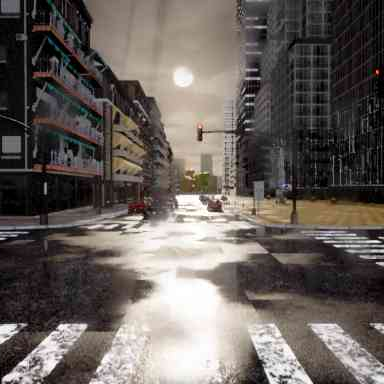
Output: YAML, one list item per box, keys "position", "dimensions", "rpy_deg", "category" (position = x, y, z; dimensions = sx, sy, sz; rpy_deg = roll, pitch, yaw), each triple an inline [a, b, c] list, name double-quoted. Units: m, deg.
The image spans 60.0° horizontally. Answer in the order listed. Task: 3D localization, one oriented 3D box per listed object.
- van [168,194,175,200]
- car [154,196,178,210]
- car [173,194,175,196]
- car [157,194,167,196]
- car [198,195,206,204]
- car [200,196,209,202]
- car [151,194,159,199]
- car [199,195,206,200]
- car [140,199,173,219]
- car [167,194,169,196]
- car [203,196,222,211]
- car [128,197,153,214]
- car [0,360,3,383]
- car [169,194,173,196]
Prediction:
- position: [-5.540, 1.350, 91.843]
  dimensions: [1.690, 1.788, 3.998]
  rpy_deg: [-1, 0, 0]
  category: "van"
- position: [-3.026, 1.500, 39.039]
  dimensions: [1.837, 1.490, 4.892]
  rpy_deg: [0, 0, 0]
  category: "car"
- position: [-5.551, 1.322, 86.196]
  dimensions: [2.192, 1.841, 5.009]
  rpy_deg: [-1, 0, 0]
  category: "car"
- position: [-5.611, 1.312, 52.302]
  dimensions: [2.192, 1.841, 5.009]
  rpy_deg: [-1, 0, 0]
  category: "car"
- position: [2.760, 1.551, 63.642]
  dimensions: [2.008, 1.369, 4.403]
  rpy_deg: [-1, 0, 0]
  category: "car"
- position: [2.780, 1.547, 74.940]
  dimensions: [1.887, 1.381, 4.507]
  rpy_deg: [-1, 0, 0]
  category: "car"
- position: [-5.630, 1.436, 41.004]
  dimensions: [1.967, 1.590, 4.097]
  rpy_deg: [-1, 0, 0]
  category: "car"
- position: [2.810, 1.534, 92.058]
  dimensions: [1.752, 1.417, 4.829]
  rpy_deg: [-1, 0, 0]
  category: "car"
- position: [-3.048, 1.560, 29.129]
  dimensions: [1.994, 1.385, 4.181]
  rpy_deg: [0, 0, 0]
  category: "car"
- position: [-5.599, 1.439, 57.950]
  dimensions: [1.967, 1.590, 4.097]
  rpy_deg: [-1, 0, 0]
  category: "car"
- position: [2.718, 1.540, 41.046]
  dimensions: [1.887, 1.381, 4.507]
  rpy_deg: [-1, 0, 0]
  category: "car"
- position: [-5.638, 1.540, 35.355]
  dimensions: [1.887, 1.381, 4.507]
  rpy_deg: [-1, 0, 0]
  category: "car"
- position: [-2.928, 1.565, 1.578]
  dimensions: [1.994, 1.385, 4.181]
  rpy_deg: [0, 0, 3]
  category: "car"
- position: [-5.577, 1.583, 69.249]
  dimensions: [1.802, 1.307, 4.206]
  rpy_deg: [-1, 0, 0]
  category: "car"
